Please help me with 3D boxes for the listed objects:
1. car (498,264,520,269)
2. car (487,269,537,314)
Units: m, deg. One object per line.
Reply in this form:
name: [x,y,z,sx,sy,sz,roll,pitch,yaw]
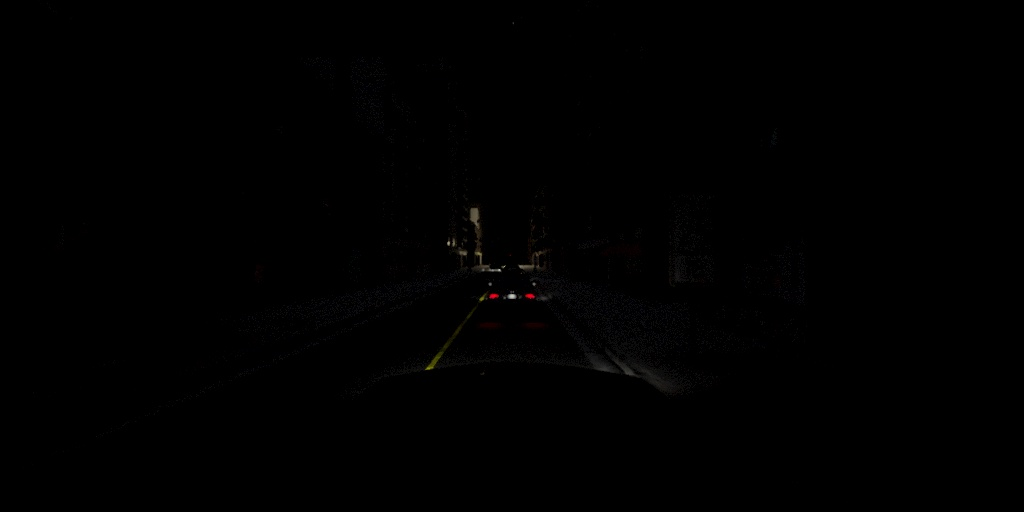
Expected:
car: [0.016,1.535,30.757,1.812,1.442,4.674,0,0,0]
car: [0.005,1.413,14.384,2.033,1.411,5.357,0,0,0]
